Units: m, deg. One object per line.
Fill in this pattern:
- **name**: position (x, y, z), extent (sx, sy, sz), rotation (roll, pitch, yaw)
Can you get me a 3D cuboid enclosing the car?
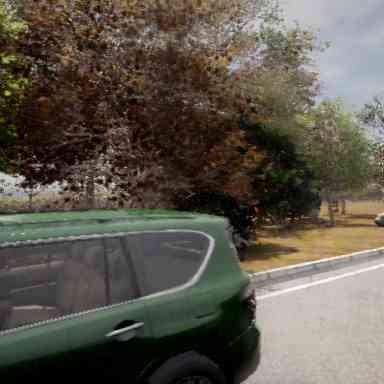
- **car**: position (-1.899, 1.220, 2.619), extent (5.566, 2.045, 2.150), rotation (0, 0, -35)
